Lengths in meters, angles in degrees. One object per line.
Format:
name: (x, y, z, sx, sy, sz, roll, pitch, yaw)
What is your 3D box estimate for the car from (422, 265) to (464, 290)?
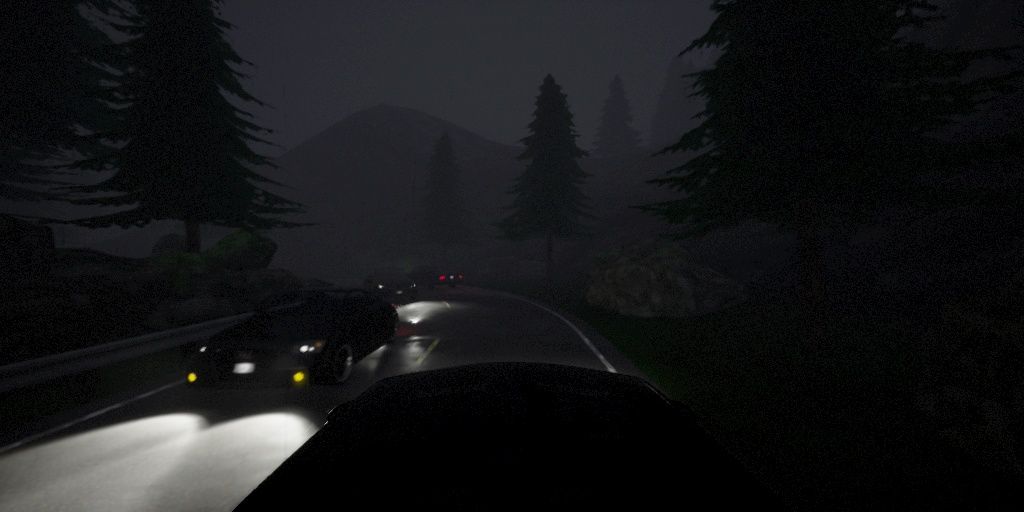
car: (-5.172, 1.268, 22.583, 2.033, 1.411, 5.357, 0, 0, -43)

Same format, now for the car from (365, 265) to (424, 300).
car: (-5.918, 1.254, 17.156, 1.812, 1.442, 4.674, 0, 0, -30)

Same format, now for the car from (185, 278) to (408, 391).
car: (-3.600, 1.307, 6.779, 1.994, 1.385, 4.181, 0, 0, -1)
